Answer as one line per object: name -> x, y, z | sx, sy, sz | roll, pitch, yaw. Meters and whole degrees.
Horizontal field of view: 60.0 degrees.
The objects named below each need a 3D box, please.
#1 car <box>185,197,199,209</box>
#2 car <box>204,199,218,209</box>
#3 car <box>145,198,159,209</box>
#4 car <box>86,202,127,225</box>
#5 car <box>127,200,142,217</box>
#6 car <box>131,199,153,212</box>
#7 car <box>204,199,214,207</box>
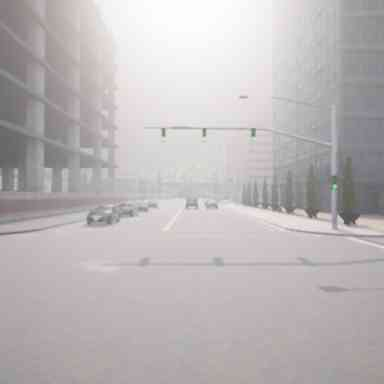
car -> -0.018, 1.849, 56.837 | 2.150, 2.045, 5.566 | 0, -1, 0
car -> 3.482, 2.160, 57.415 | 1.812, 1.442, 4.674 | 0, -1, 0
car -> -7.027, 2.249, 58.756 | 1.895, 1.301, 4.718 | 0, -1, 0
car -> -7.097, 1.791, 27.105 | 2.128, 1.511, 4.902 | 0, -1, 0
car -> -7.098, 1.908, 36.489 | 1.837, 1.490, 4.892 | 0, -1, 0
car -> -7.097, 2.076, 46.373 | 1.994, 1.385, 4.181 | 0, -1, 0
car -> 3.479, 2.213, 67.458 | 1.837, 1.490, 4.892 | 0, -1, 0
